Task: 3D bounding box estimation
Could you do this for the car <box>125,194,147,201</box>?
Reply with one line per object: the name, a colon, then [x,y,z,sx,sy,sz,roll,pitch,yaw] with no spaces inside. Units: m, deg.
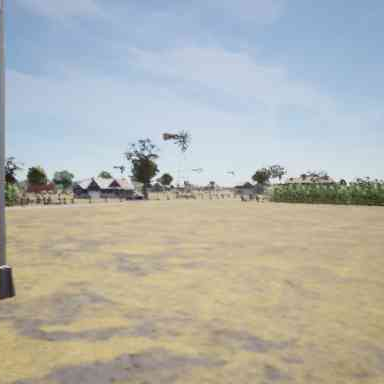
car: [-11.437,1.077,67.968,1.895,1.301,4.718,-1,0,35]
